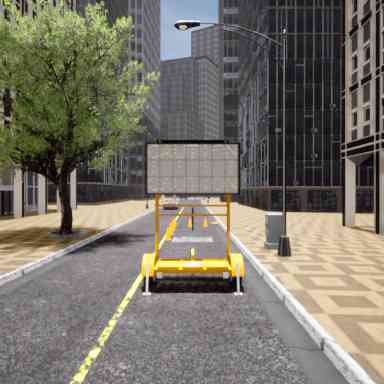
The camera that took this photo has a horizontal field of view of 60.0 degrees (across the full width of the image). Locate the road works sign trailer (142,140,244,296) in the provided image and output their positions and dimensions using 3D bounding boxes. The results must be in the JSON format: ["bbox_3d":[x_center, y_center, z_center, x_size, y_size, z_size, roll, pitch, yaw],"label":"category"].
[{"bbox_3d":[0.018,0.464,8.636,2.380,3.560,2.880,0,0,0],"label":"road works sign trailer"}]

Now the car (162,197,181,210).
[{"bbox_3d":[-2.760,1.634,43.071,1.895,1.301,4.718,0,0,0],"label":"car"}]

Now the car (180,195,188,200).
[{"bbox_3d":[-2.128,1.503,88.719,1.882,1.535,5.008,0,0,4],"label":"car"}]
